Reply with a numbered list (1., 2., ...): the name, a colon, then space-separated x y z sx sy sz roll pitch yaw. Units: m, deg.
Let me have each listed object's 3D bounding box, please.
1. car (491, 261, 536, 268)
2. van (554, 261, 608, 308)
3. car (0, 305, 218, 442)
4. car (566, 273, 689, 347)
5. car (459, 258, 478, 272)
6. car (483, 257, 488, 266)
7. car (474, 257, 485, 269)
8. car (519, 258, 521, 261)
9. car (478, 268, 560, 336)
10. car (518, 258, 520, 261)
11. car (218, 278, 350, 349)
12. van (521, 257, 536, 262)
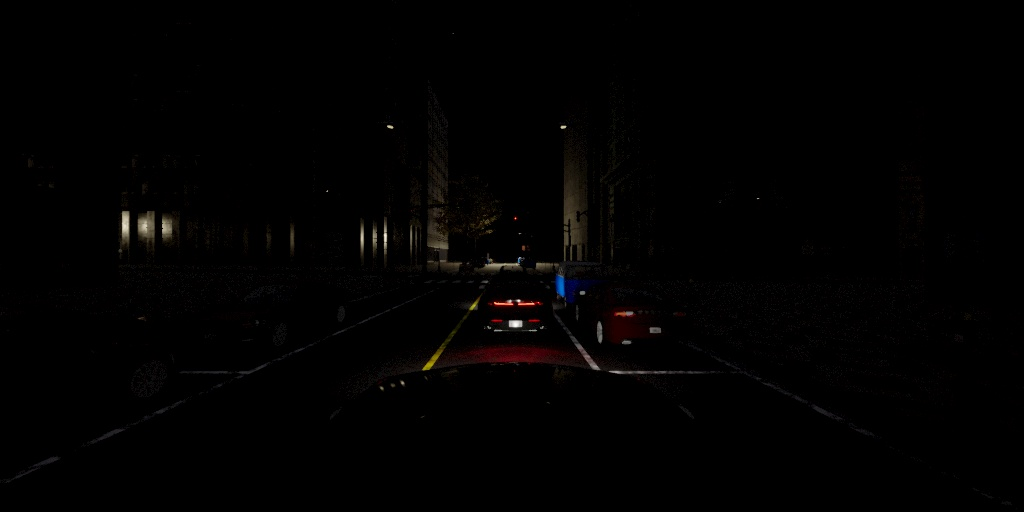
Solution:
1. car: 0.051 1.247 19.790 2.128 1.511 4.902 0 0 -1
2. van: 2.738 1.094 14.661 1.690 1.789 3.998 0 0 0
3. car: -5.782 1.295 3.602 1.888 1.381 4.507 0 0 0
4. car: 2.755 1.297 9.136 1.888 1.381 4.507 0 0 0
5. car: -5.909 1.301 47.050 1.751 1.417 4.829 0 0 0
6. car: -5.953 1.107 63.089 2.192 1.841 5.009 0 0 0
7. car: -5.936 1.332 57.800 1.888 1.381 4.507 0 0 0
8. car: 2.588 1.353 58.057 1.948 1.339 4.313 0 0 0
9. car: 0.076 1.257 10.371 1.837 1.490 4.892 0 0 0
10. car: 2.571 1.338 63.471 1.888 1.381 4.507 0 0 0
11. car: -5.800 1.296 9.127 1.888 1.381 4.507 0 0 0
12. van: 2.605 1.122 52.645 1.690 1.789 3.998 0 0 0
